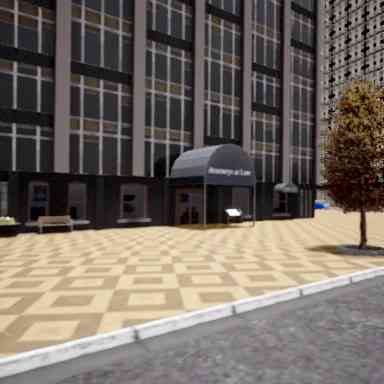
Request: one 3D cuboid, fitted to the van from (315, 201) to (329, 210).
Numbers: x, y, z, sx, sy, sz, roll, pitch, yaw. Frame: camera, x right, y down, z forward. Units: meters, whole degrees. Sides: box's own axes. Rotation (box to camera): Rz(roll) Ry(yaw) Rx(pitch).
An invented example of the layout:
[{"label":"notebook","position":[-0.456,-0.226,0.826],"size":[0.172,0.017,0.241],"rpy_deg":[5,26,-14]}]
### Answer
[{"label":"van","position":[24.232,2.553,63.295],"size":[1.690,1.788,3.998],"rpy_deg":[0,-1,-23]}]
